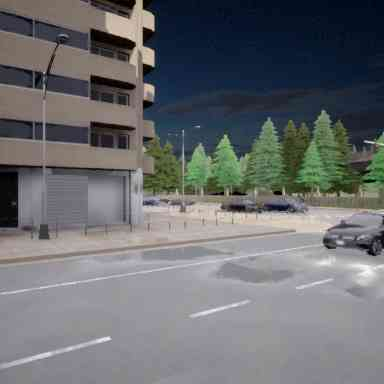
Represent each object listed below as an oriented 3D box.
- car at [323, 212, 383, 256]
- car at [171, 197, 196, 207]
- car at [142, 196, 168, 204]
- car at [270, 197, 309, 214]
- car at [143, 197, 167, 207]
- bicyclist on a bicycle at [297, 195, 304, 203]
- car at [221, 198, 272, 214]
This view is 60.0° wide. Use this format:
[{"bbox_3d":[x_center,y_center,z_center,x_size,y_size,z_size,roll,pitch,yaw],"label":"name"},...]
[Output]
[{"bbox_3d":[7.141,1.526,13.164,4.674,1.442,1.812,0,0,-36],"label":"car"},{"bbox_3d":[-1.256,1.508,50.031,1.994,1.385,4.181,0,0,-40],"label":"car"},{"bbox_3d":[-7.160,1.545,64.420,4.718,1.301,1.895,0,0,31],"label":"car"},{"bbox_3d":[9.834,1.297,34.704,2.097,1.767,4.553,0,0,-35],"label":"car"},{"bbox_3d":[-5.679,1.470,49.915,4.674,1.442,1.812,0,0,45],"label":"car"},{"bbox_3d":[15.132,1.245,46.411,1.656,1.620,0.582,0,0,-35],"label":"bicyclist on a bicycle"},{"bbox_3d":[5.363,1.491,35.009,2.033,1.411,5.357,0,0,-37],"label":"car"}]
